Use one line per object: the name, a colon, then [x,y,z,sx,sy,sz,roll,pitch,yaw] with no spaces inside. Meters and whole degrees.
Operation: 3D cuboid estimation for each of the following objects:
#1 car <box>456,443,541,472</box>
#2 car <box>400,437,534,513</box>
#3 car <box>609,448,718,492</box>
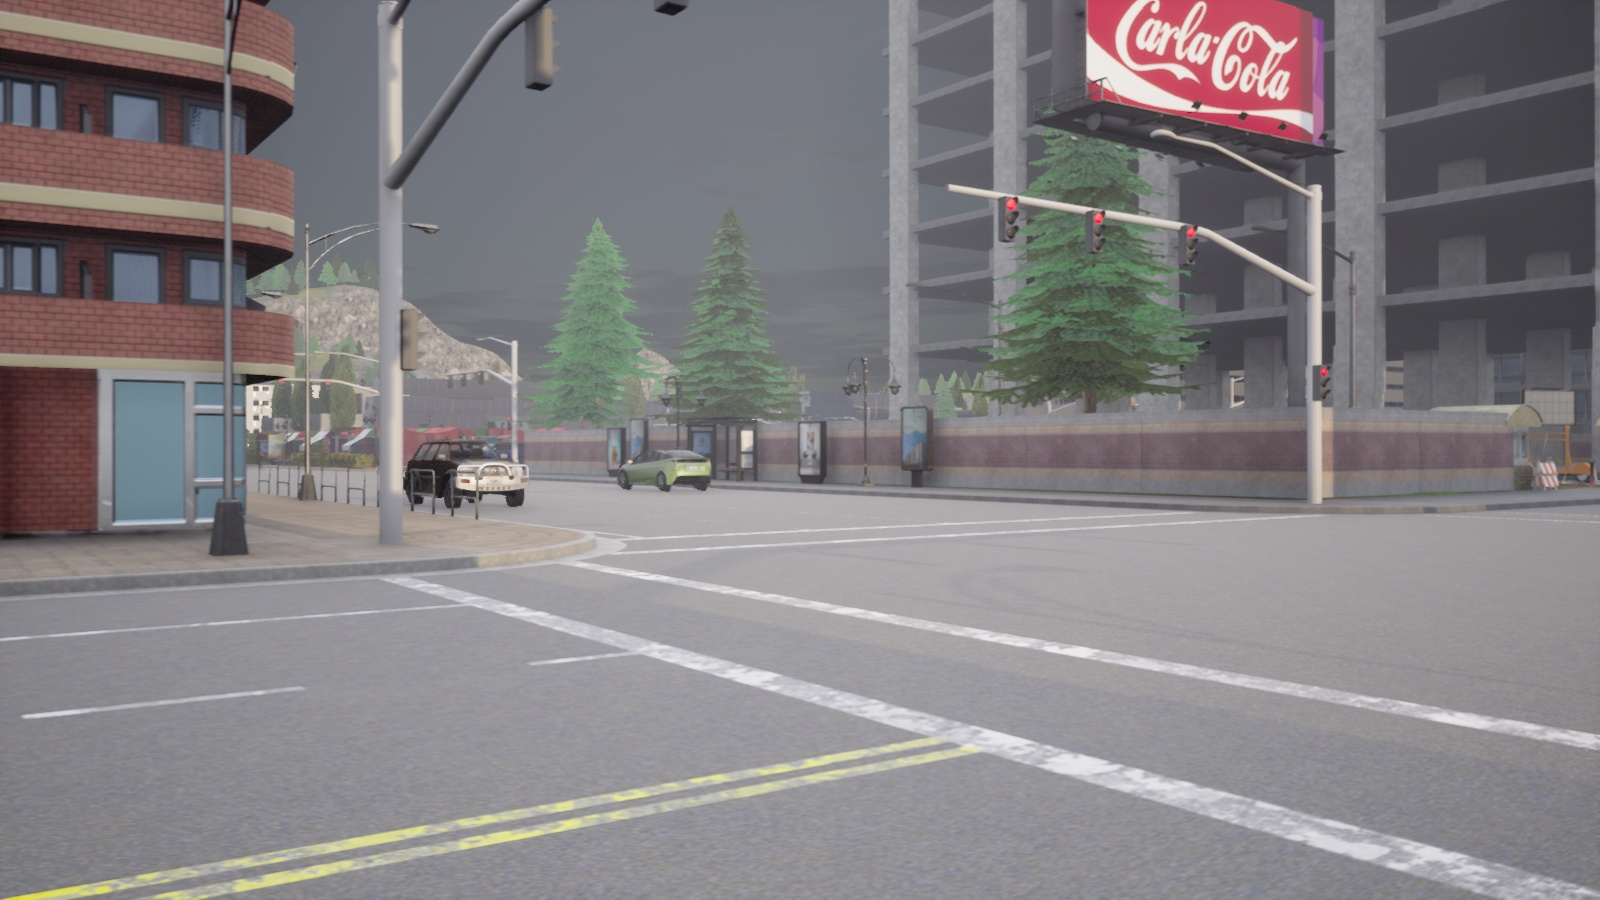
car: [-21.724,0.505,90.637,5.566,2.045,2.150,0,0,-35]
car: [-8.841,0.603,33.043,1.932,1.855,4.605,0,0,-35]
car: [-5.043,0.703,45.889,2.007,1.525,4.514,0,0,-35]
